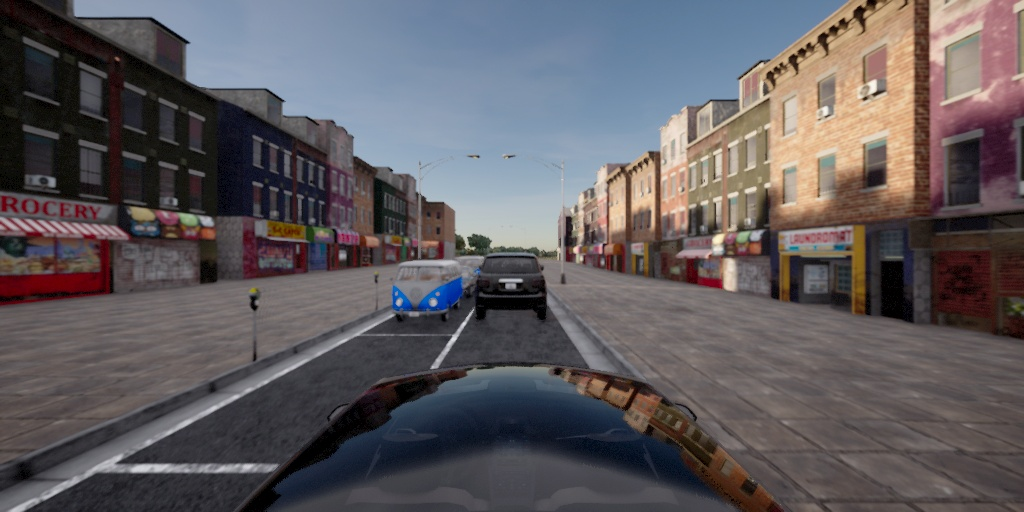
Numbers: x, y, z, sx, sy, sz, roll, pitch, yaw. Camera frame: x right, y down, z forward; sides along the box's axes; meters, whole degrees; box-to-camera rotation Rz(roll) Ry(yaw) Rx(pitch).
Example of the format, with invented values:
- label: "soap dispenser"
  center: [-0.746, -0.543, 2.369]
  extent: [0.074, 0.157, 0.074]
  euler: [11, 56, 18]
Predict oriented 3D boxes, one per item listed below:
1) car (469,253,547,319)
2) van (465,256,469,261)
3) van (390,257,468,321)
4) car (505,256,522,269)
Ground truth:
- label: "car"
  center: [-0.019, 0.899, 12.558]
  extent: [2.150, 2.045, 5.566]
  euler: [0, 1, 0]
- label: "van"
  center: [-2.625, 0.904, 22.831]
  extent: [1.690, 1.789, 3.998]
  euler: [0, 0, 0]
- label: "van"
  center: [-2.631, 1.026, 11.737]
  extent: [1.690, 1.789, 3.998]
  euler: [0, 0, 0]
- label: "car"
  center: [0.124, 0.760, 45.417]
  extent: [2.033, 1.411, 5.357]
  euler: [0, 1, 0]
